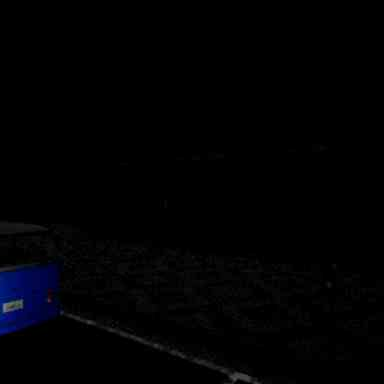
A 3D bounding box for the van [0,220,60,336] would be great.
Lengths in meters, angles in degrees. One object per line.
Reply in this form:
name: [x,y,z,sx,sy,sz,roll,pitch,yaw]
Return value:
van: [-3.985,1.349,5.705,3.998,1.788,1.690,0,-1,36]
